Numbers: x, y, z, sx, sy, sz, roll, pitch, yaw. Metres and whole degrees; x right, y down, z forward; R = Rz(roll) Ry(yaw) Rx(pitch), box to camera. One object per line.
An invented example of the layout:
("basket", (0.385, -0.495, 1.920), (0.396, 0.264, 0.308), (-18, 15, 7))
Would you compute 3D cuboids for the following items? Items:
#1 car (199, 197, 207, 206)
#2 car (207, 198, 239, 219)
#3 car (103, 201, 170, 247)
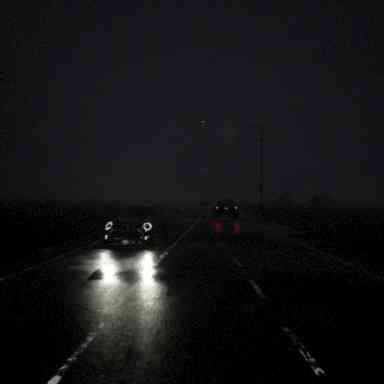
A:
("car", (2.225, 1.596, 55.776), (1.994, 1.385, 4.181), (0, 0, -1))
("car", (2.801, 1.376, 29.478), (2.097, 1.767, 4.553), (0, 0, -1))
("car", (-2.345, 1.345, 15.023), (2.097, 1.767, 4.553), (0, 0, 6))
